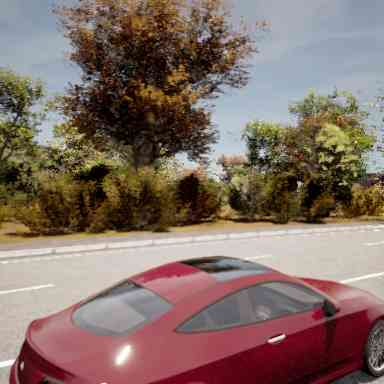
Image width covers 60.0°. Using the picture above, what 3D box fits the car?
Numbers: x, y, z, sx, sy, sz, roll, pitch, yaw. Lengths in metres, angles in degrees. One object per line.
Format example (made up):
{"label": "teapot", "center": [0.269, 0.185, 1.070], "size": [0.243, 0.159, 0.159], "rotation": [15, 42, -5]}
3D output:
{"label": "car", "center": [0.518, 1.521, 3.919], "size": [4.674, 1.442, 1.812], "rotation": [0, 0, -34]}
